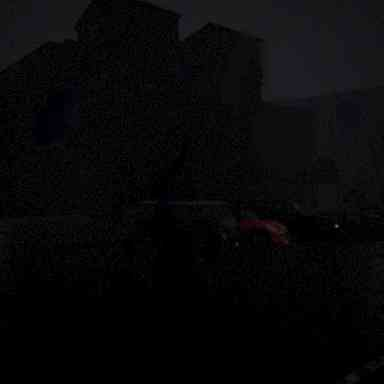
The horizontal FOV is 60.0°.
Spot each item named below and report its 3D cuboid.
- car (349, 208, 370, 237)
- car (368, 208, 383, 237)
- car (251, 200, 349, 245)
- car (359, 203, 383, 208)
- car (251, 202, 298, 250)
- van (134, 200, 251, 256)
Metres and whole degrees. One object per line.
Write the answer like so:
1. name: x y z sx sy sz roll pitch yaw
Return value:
1. car: 6.973 1.785 18.627 4.792 1.488 2.163 0 -2 34
2. car: 9.428 1.876 20.359 4.674 1.452 2.002 0 -2 34
3. car: 4.602 1.430 16.864 5.566 2.045 2.435 0 -2 34
4. car: 11.877 1.797 22.098 4.553 1.767 2.185 0 -2 34
5. car: 2.118 1.487 15.140 4.553 1.767 2.185 0 -2 34
6. van: -0.188 1.328 13.310 4.442 1.987 1.878 0 -1 34
